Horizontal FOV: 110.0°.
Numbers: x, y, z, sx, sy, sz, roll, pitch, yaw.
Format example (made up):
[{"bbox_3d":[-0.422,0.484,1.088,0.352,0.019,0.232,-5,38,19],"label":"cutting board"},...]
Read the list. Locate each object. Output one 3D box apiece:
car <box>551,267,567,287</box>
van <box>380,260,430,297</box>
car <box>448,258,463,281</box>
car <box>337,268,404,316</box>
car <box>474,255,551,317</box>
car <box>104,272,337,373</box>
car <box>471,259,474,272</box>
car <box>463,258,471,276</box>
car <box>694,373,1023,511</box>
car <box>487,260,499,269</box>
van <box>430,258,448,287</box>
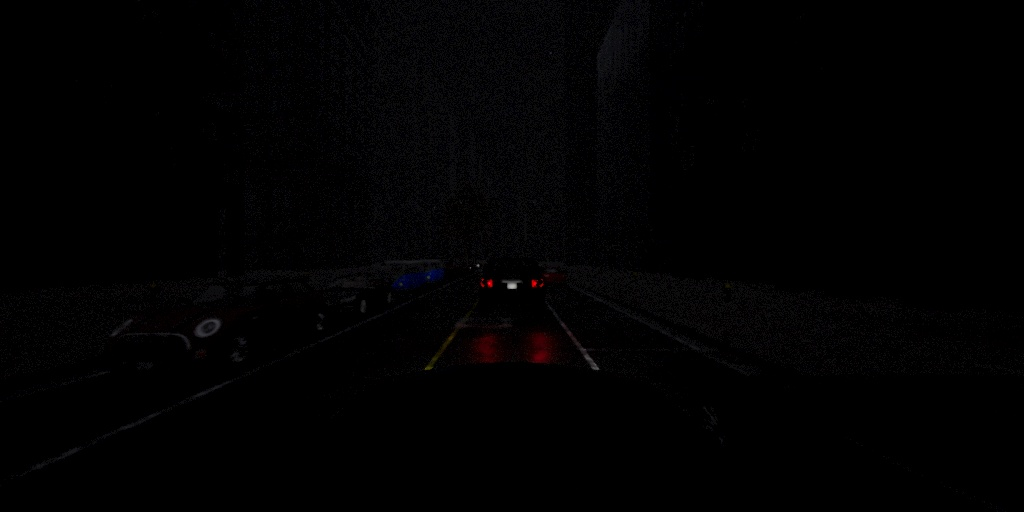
[{"bbox_3d":[2.751,1.377,24.664,1.802,1.307,4.207,0,0,0],"label":"car"},{"bbox_3d":[-5.771,1.124,18.976,1.690,1.789,3.998,0,0,0],"label":"van"},{"bbox_3d":[-5.777,1.120,30.331,2.192,1.841,5.009,0,0,0],"label":"car"},{"bbox_3d":[-5.768,1.322,13.299,2.007,1.370,4.403,0,0,0],"label":"car"},{"bbox_3d":[0.027,0.996,13.494,2.150,2.045,5.566,0,0,1],"label":"car"},{"bbox_3d":[-5.766,1.201,7.621,1.967,1.591,4.097,0,0,0],"label":"car"},{"bbox_3d":[-5.782,1.394,41.686,1.948,1.339,4.313,0,0,0],"label":"car"},{"bbox_3d":[-5.779,1.132,36.009,2.192,1.841,5.009,0,0,0],"label":"car"},{"bbox_3d":[2.762,1.317,1.954,1.948,1.339,4.313,0,0,0],"label":"car"},{"bbox_3d":[-3.088,1.392,59.061,1.812,1.442,4.674,0,0,0],"label":"car"},{"bbox_3d":[-5.774,1.135,24.654,1.690,1.789,3.998,0,0,0],"label":"van"}]
